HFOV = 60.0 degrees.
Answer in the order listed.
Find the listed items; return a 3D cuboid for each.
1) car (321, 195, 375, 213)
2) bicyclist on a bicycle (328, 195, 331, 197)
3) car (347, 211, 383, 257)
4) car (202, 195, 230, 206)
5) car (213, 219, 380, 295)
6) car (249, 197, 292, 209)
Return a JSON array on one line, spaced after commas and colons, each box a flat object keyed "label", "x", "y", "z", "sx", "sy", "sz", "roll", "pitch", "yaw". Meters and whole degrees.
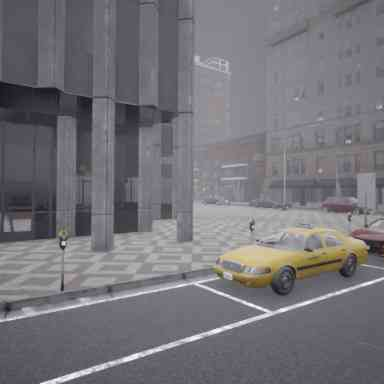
[{"label": "car", "x": 14.543, "y": 1.198, "z": 31.127, "sx": 2.097, "sy": 1.767, "sz": 4.553, "roll": 1, "pitch": 0, "yaw": -35}, {"label": "bicyclist on a bicycle", "x": 16.313, "y": 1.159, "z": 39.451, "sx": 1.656, "sy": 1.620, "sz": 0.582, "roll": 0, "pitch": 0, "yaw": -35}, {"label": "car", "x": 7.472, "y": 1.547, "z": 12.077, "sx": 4.507, "sy": 1.381, "sz": 1.887, "roll": 0, "pitch": 1, "yaw": -35}, {"label": "car", "x": 3.367, "y": 1.161, "z": 47.018, "sx": 2.128, "sy": 1.511, "sz": 4.902, "roll": 1, "pitch": 0, "yaw": -35}, {"label": "car", "x": 2.753, "y": 1.527, "z": 8.714, "sx": 4.829, "sy": 1.417, "sz": 1.752, "roll": 0, "pitch": 1, "yaw": -35}, {"label": "car", "x": 9.035, "y": 1.307, "z": 38.947, "sx": 2.033, "sy": 1.411, "sz": 5.357, "roll": 1, "pitch": 0, "yaw": -35}]
